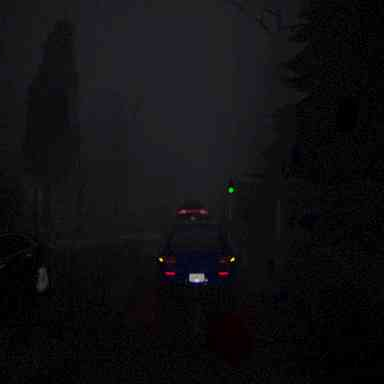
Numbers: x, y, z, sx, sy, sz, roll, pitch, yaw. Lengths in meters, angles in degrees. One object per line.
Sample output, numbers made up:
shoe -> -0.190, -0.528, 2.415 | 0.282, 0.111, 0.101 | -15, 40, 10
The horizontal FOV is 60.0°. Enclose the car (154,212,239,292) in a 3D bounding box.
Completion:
car -> 0.098, 1.467, 8.676 | 1.812, 1.442, 4.674 | 0, 0, 0

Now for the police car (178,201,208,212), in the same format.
police car -> 0.065, 1.357, 22.123 | 2.038, 1.542, 4.974 | 0, 0, 0

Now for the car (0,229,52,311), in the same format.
car -> -4.079, 1.467, 5.662 | 1.837, 1.490, 4.892 | 0, 0, 0
